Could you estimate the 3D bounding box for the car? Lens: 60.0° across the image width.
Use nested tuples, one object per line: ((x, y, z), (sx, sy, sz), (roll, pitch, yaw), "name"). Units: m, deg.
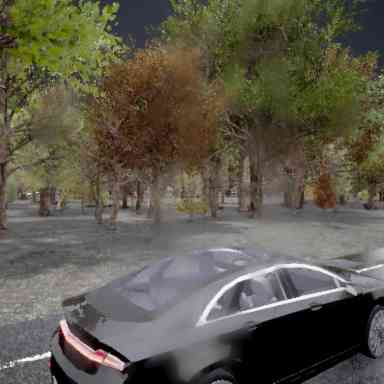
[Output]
((0.801, 1.493, 4.324), (4.902, 1.511, 2.128), (0, 0, -36), "car")
